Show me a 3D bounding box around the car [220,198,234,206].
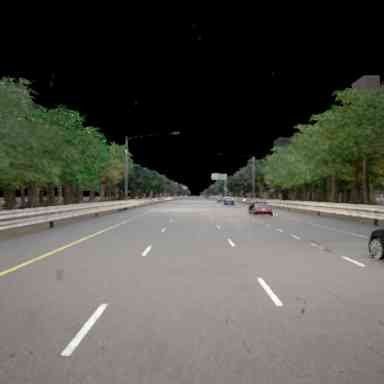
[{"bbox_3d":[7.238,1.977,66.198,1.812,1.442,4.674,0,-1,0],"label":"car"}]

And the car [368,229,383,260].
[{"bbox_3d":[7.004,1.504,9.560,2.128,1.511,4.902,0,0,0],"label":"car"}]

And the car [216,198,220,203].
[{"bbox_3d":[7.414,2.253,87.306,1.895,1.301,4.718,0,-1,1],"label":"car"}]

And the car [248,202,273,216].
[{"bbox_3d":[7.065,1.725,34.803,1.994,1.385,4.181,0,-1,0],"label":"car"}]
